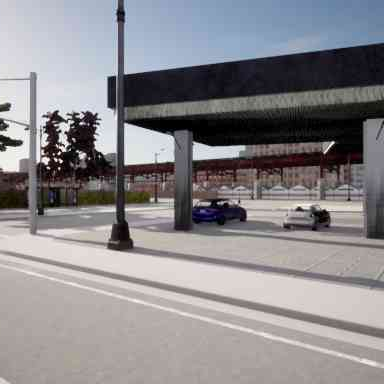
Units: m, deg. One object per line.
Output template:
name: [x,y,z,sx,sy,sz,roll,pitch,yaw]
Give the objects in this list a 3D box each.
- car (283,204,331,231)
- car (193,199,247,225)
car: [7.074,1.456,20.232,1.970,1.475,3.806,0,0,37]
car: [1.993,1.295,23.020,2.242,1.667,4.611,0,0,37]
